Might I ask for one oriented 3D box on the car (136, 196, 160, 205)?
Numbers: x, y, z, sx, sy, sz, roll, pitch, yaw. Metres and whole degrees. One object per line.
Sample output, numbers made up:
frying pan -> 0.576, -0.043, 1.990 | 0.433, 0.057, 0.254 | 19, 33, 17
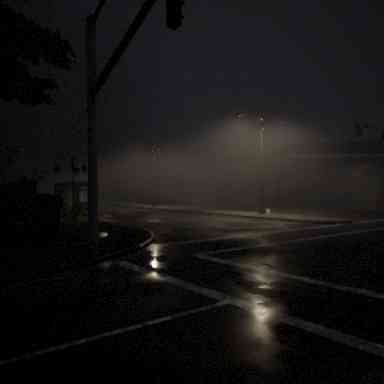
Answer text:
car -> -7.367, 1.286, 53.332 | 1.994, 1.385, 4.181 | -1, 0, -35

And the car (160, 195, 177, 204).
car -> -4.499, 1.230, 55.336 | 2.033, 1.411, 5.357 | -1, 0, -35

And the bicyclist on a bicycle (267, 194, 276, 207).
bicyclist on a bicycle -> 10.018, 1.066, 42.325 | 1.656, 1.620, 0.582 | -7, -6, -36

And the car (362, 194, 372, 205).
car -> 21.865, 0.968, 44.584 | 1.970, 1.475, 3.806 | -1, 0, -35

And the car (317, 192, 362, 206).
car -> 17.591, 0.872, 40.668 | 2.242, 1.667, 4.611 | -1, 0, -35
